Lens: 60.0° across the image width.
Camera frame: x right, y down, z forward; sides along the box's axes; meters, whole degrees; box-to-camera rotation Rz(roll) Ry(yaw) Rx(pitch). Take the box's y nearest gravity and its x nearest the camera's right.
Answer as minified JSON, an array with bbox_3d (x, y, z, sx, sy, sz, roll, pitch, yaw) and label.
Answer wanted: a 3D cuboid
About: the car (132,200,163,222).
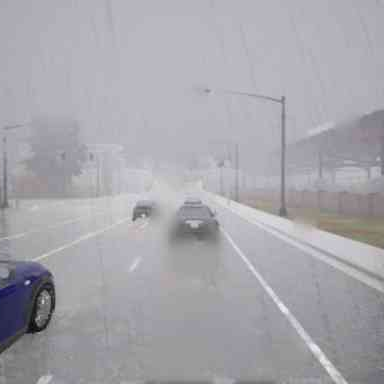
[{"bbox_3d":[-3.395,1.398,25.629,1.837,1.490,4.892,0,0,0],"label":"car"}]

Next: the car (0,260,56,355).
[{"bbox_3d":[-3.400,1.348,3.918,2.097,1.767,4.553,0,0,0],"label":"car"}]

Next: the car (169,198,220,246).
[{"bbox_3d":[0.103,1.320,15.233,2.097,1.767,4.553,0,0,0],"label":"car"}]

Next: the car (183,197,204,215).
[{"bbox_3d":[0.108,1.305,32.588,1.882,1.535,5.008,0,0,0],"label":"car"}]
